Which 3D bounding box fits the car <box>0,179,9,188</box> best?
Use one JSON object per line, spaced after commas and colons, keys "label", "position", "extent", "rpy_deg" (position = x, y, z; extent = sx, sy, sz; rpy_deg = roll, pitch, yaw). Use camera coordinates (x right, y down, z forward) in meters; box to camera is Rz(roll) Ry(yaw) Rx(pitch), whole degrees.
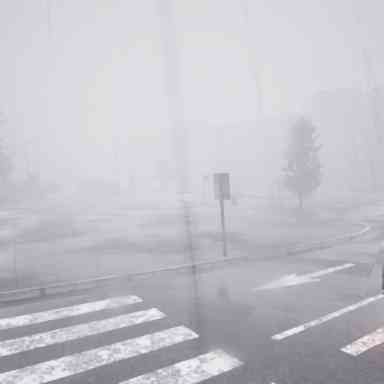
{"label": "car", "position": [-35.809, -1.378, 59.805], "extent": [2.231, 1.521, 4.892], "rpy_deg": [1, 6, 14]}

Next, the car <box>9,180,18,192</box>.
{"label": "car", "position": [-26.116, -0.862, 53.085], "extent": [2.002, 1.452, 4.674], "rpy_deg": [0, 6, 16]}

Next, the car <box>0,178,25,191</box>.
{"label": "car", "position": [-30.945, -1.269, 56.443], "extent": [2.185, 1.767, 4.553], "rpy_deg": [0, 6, 15]}

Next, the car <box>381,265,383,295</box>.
{"label": "car", "position": [5.627, 1.410, 6.530], "extent": [4.902, 1.511, 2.128], "rpy_deg": [-2, 1, -35]}

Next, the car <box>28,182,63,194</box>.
{"label": "car", "position": [-21.361, -0.611, 49.558], "extent": [2.163, 1.488, 4.792], "rpy_deg": [1, 6, 17]}

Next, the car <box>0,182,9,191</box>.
{"label": "car", "position": [-28.511, -1.027, 54.799], "extent": [2.097, 1.535, 5.008], "rpy_deg": [1, 6, 16]}

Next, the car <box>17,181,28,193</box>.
{"label": "car", "position": [-23.720, -0.775, 51.350], "extent": [2.231, 1.521, 4.892], "rpy_deg": [1, 6, 17]}
